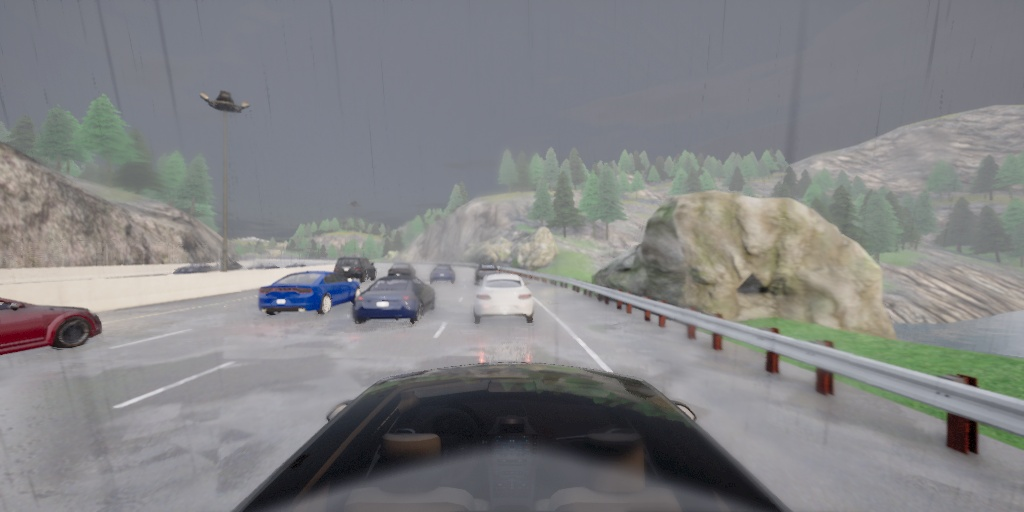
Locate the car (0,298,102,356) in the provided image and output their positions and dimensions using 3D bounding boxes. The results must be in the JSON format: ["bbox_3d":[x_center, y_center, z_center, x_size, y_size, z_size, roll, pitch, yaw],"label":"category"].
[{"bbox_3d":[-10.587,1.357,6.626,1.994,1.385,4.181,0,0,-2],"label":"car"}]

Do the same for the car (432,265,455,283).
[{"bbox_3d":[-5.675,1.440,29.542,1.994,1.385,4.181,0,0,-8],"label":"car"}]

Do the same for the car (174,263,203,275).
[{"bbox_3d":[-36.866,1.541,42.008,2.033,1.411,5.357,0,0,-14],"label":"car"}]

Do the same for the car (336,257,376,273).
[{"bbox_3d":[-12.662,1.111,29.178,2.150,2.045,5.566,0,0,-9],"label":"car"}]

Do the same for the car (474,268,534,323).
[{"bbox_3d":[-0.331,1.319,12.263,1.812,1.442,4.674,0,0,-3],"label":"car"}]

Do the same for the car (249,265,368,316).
[{"bbox_3d":[-7.437,1.293,13.768,1.882,1.535,5.008,0,0,-4],"label":"car"}]

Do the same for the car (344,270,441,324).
[{"bbox_3d":[-3.853,1.366,12.356,1.994,1.385,4.181,0,0,-3],"label":"car"}]

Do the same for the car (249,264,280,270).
[{"bbox_3d":[-30.153,1.588,43.867,1.895,1.301,4.718,0,0,-14],"label":"car"}]

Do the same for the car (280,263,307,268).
[{"bbox_3d":[-26.806,1.548,44.803,1.994,1.385,4.181,0,0,-14],"label":"car"}]

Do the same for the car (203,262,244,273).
[{"bbox_3d":[-33.292,1.490,41.940,1.837,1.490,4.892,0,0,-14],"label":"car"}]

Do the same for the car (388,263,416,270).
[{"bbox_3d":[-9.414,1.367,30.960,1.882,1.535,5.008,0,0,-9],"label":"car"}]

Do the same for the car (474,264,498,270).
[{"bbox_3d":[-1.976,1.355,28.514,2.128,1.511,4.902,0,0,-8],"label":"car"}]
